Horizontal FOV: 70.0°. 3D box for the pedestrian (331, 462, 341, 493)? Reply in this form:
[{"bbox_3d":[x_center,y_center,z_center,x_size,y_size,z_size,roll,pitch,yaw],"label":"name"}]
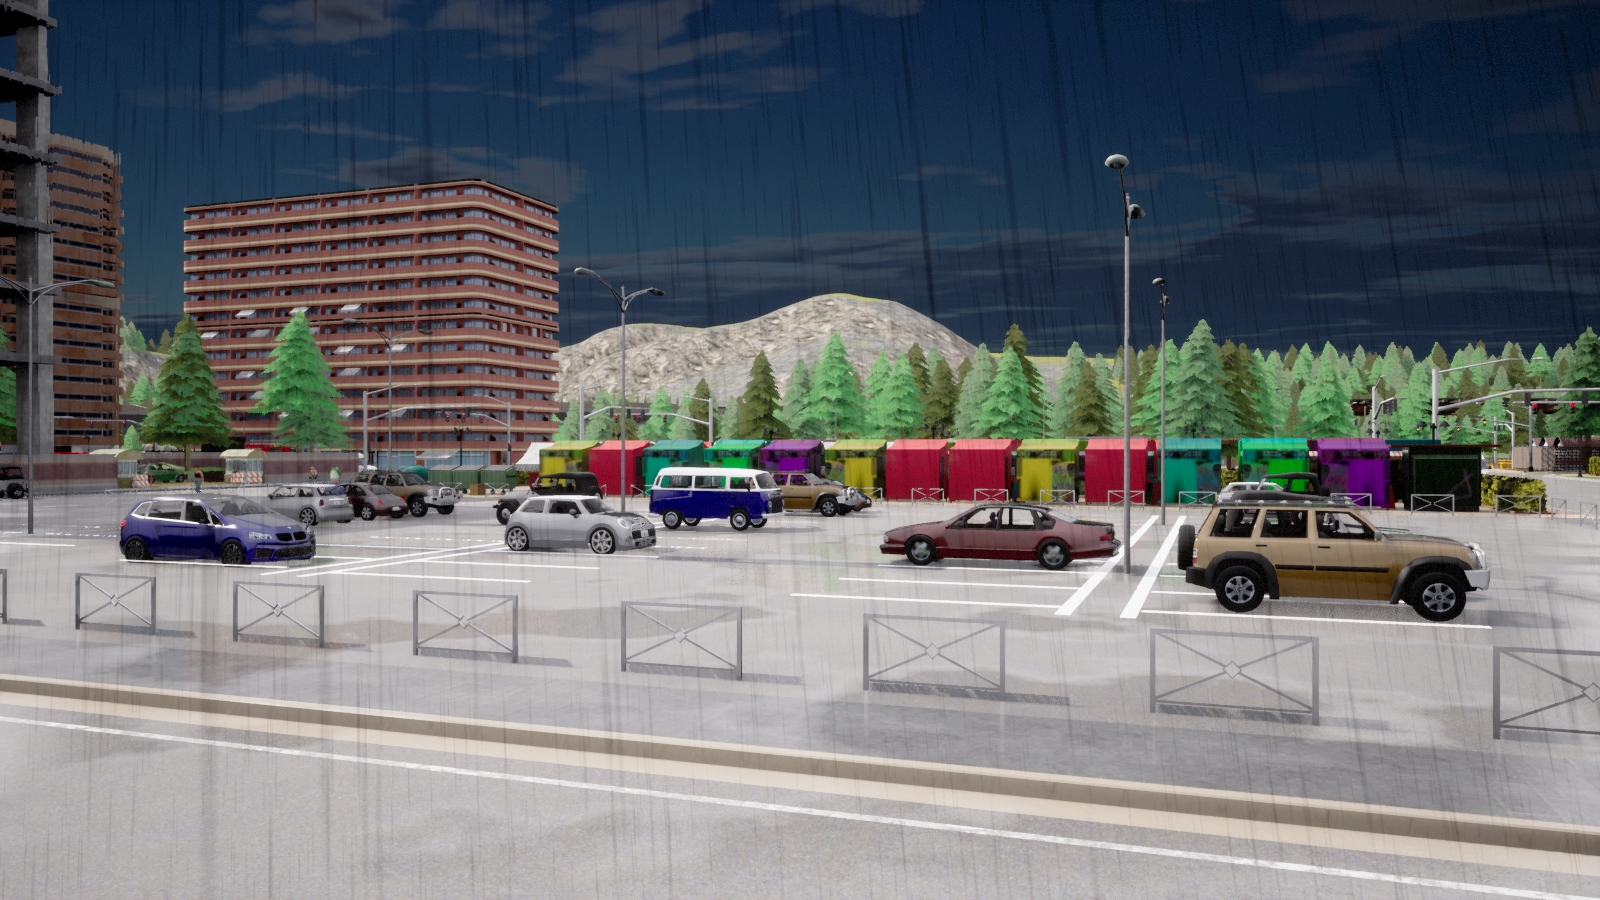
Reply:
[{"bbox_3d":[-27.616,1.641,67.975,0.375,1.860,0.375,0,0,17],"label":"pedestrian"}]

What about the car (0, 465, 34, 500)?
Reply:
[{"bbox_3d":[-44.424,1.802,62.479,1.905,1.878,3.866,0,0,20],"label":"car"}]

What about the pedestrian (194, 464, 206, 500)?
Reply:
[{"bbox_3d":[-30.879,1.643,58.778,0.375,1.860,0.375,0,0,21],"label":"pedestrian"}]
